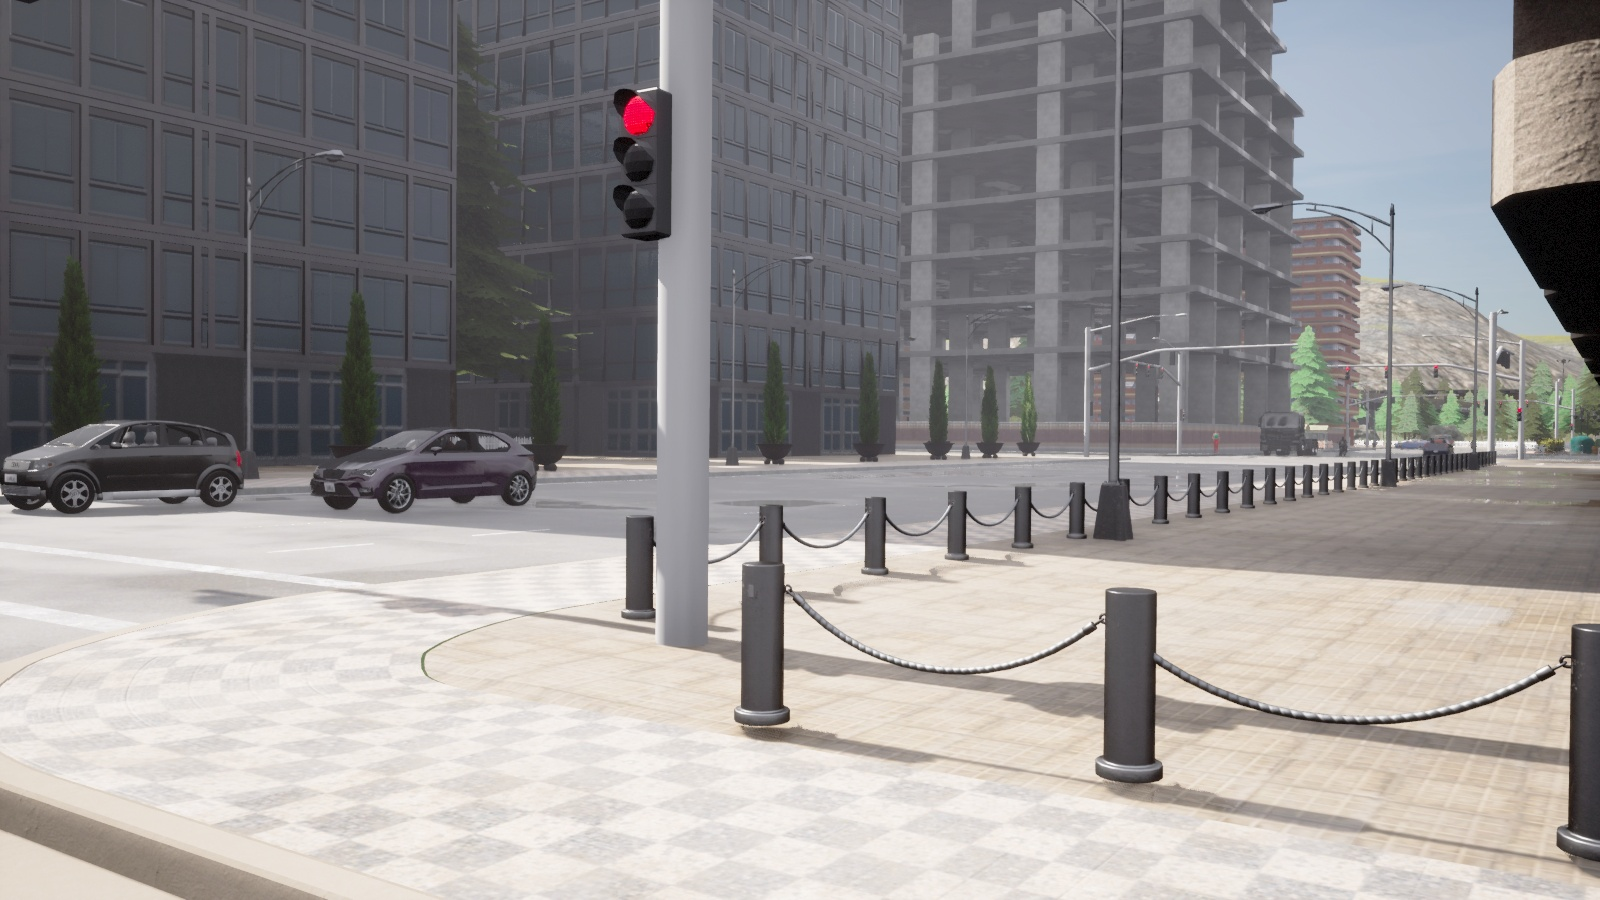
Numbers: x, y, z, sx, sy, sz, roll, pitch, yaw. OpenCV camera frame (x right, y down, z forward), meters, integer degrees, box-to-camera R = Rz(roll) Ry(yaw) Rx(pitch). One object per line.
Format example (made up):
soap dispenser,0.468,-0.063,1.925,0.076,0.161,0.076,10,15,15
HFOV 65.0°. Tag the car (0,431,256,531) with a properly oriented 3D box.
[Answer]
car,-11.657,0.463,21.730,1.789,1.549,3.705,0,1,34

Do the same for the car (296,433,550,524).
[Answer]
car,-6.723,0.439,22.796,1.816,1.474,4.193,0,1,34
